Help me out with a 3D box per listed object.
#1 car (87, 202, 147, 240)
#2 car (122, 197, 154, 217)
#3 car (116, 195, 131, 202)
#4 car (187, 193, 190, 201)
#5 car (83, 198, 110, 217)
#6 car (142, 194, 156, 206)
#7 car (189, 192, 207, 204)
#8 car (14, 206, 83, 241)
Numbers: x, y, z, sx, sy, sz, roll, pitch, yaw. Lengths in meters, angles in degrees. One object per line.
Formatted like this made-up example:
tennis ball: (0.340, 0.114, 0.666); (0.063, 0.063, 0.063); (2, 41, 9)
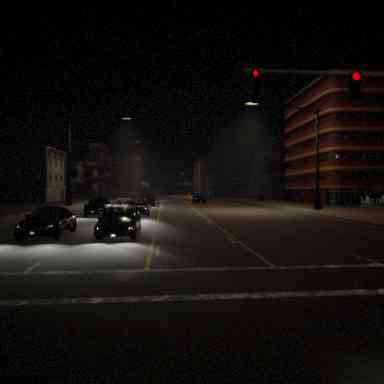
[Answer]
car: (-3.649, 1.479, 17.146); (2.033, 1.411, 5.357); (0, 1, -5)
car: (-4.594, 1.380, 28.780); (1.895, 1.301, 4.718); (0, 1, -5)
car: (-9.532, 1.088, 47.075); (1.895, 1.301, 4.718); (0, 1, -4)
car: (0.154, 0.806, 58.073); (1.882, 1.535, 5.008); (0, 0, -5)
car: (-8.102, 1.285, 28.794); (1.837, 1.490, 4.892); (0, 1, -5)
car: (-5.642, 1.071, 42.002); (1.837, 1.490, 4.892); (0, 1, -4)
car: (1.015, 0.992, 48.152); (1.812, 1.442, 4.674); (0, 1, -4)
car: (-7.100, 1.469, 16.627); (1.812, 1.442, 4.674); (0, 1, -5)
